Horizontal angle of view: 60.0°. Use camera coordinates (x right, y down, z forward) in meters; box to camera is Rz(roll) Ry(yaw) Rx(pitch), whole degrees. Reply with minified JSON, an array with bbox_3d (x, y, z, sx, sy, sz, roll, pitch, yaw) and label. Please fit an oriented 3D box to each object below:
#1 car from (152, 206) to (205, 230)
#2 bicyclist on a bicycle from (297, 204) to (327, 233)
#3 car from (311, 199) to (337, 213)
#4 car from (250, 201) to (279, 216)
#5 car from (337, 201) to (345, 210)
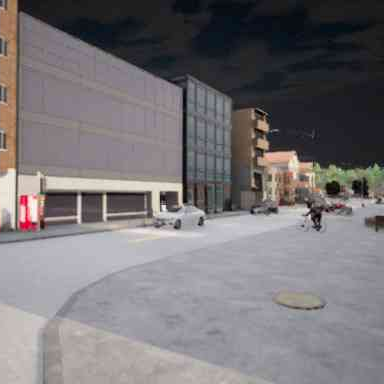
[{"bbox_3d":[-0.779,1.664,22.714,1.812,1.442,4.674,0,0,32],"label":"car"},{"bbox_3d":[6.908,1.514,19.177,1.656,1.620,0.582,0,-1,33],"label":"bicyclist on a bicycle"},{"bbox_3d":[16.418,1.716,41.803,2.097,1.767,4.553,0,0,33],"label":"car"},{"bbox_3d":[7.934,1.767,36.270,2.128,1.511,4.902,0,0,33],"label":"car"},{"bbox_3d":[21.818,2.051,50.284,1.895,1.301,4.718,0,0,33],"label":"car"}]
